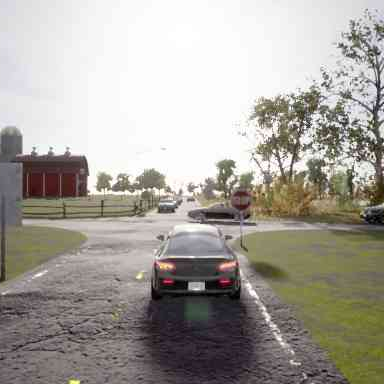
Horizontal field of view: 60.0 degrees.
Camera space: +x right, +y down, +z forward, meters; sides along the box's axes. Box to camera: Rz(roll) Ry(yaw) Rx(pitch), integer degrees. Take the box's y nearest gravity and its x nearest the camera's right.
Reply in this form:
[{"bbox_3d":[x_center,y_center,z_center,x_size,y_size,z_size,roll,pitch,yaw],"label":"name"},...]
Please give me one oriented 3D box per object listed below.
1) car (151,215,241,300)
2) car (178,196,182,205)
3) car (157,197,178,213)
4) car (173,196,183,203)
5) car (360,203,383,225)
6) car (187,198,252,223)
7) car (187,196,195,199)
[{"bbox_3d":[0.072,1.529,8.290,1.812,1.442,4.674,0,0,0],"label":"car"},{"bbox_3d":[-2.982,1.590,48.151,2.033,1.411,5.357,0,0,0],"label":"car"},{"bbox_3d":[-2.920,1.534,38.365,1.837,1.490,4.892,0,0,-1],"label":"car"},{"bbox_3d":[-2.955,1.632,69.903,1.994,1.385,4.181,0,0,0],"label":"car"},{"bbox_3d":[16.147,1.520,25.810,5.566,2.045,2.150,1,-1,-1],"label":"car"},{"bbox_3d":[2.123,1.542,25.659,4.902,1.511,2.128,2,0,-1],"label":"car"},{"bbox_3d":[-0.236,1.655,80.420,1.994,1.385,4.181,0,0,0],"label":"car"}]
